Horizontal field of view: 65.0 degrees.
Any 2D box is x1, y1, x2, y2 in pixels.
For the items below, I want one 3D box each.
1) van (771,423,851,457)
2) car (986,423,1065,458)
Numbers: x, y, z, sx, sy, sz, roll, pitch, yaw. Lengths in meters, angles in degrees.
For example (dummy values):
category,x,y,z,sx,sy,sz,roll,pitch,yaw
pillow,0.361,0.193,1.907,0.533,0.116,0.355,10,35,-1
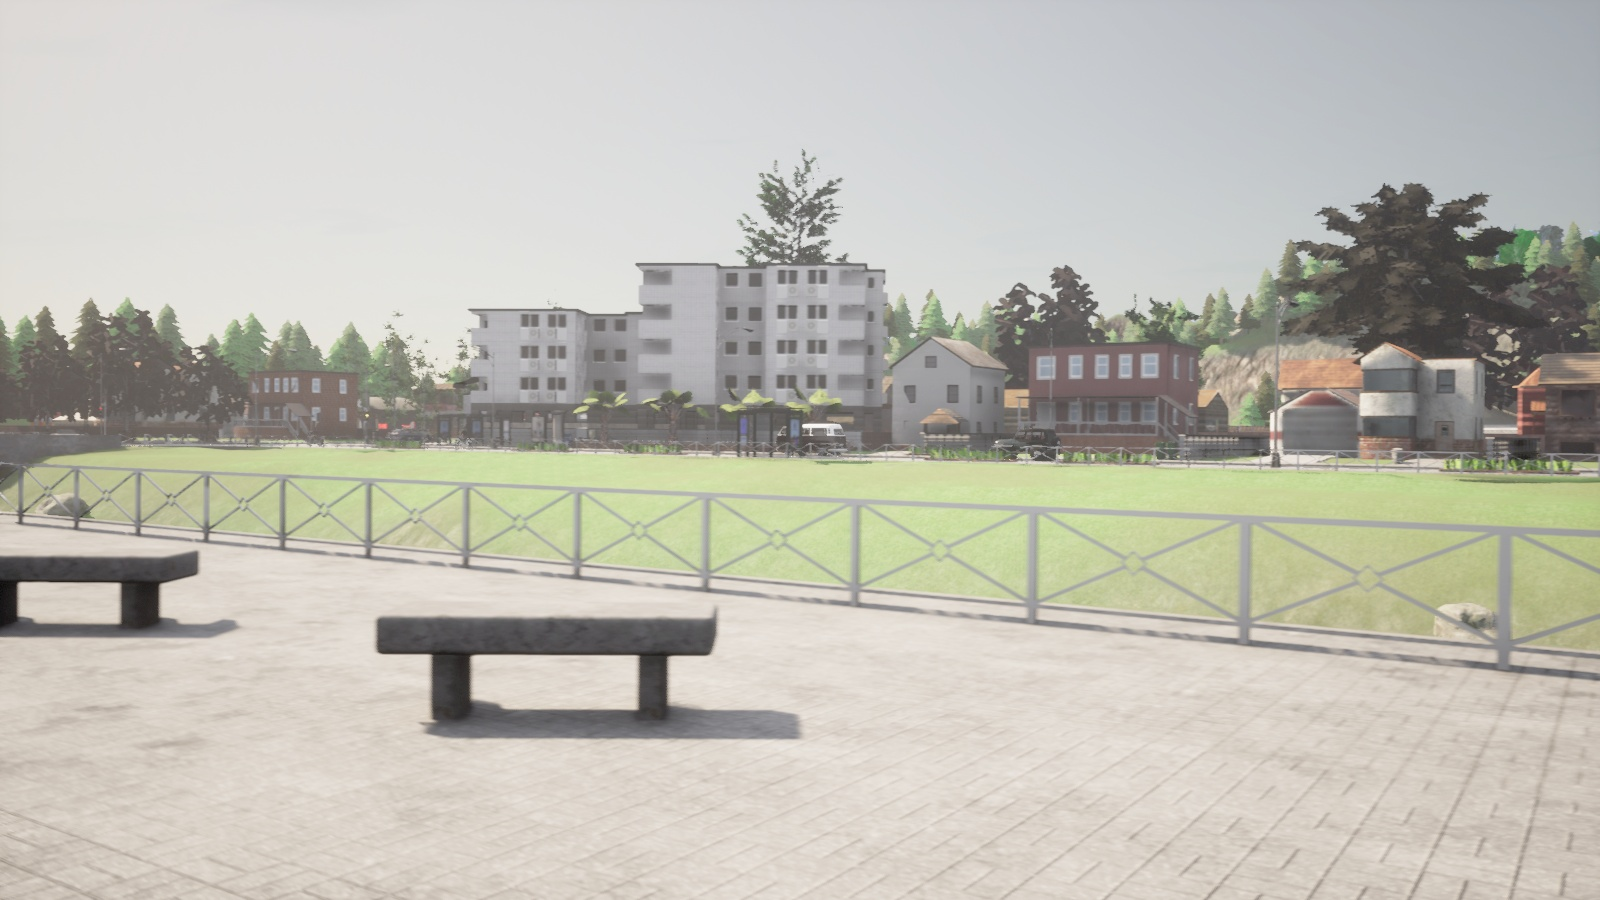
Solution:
category,x,y,z,sx,sy,sz,roll,pitch,yaw
van,0.670,-0.614,77.842,4.480,2.038,2.069,0,1,34
car,12.559,-0.541,69.942,3.866,1.878,1.905,0,1,34
